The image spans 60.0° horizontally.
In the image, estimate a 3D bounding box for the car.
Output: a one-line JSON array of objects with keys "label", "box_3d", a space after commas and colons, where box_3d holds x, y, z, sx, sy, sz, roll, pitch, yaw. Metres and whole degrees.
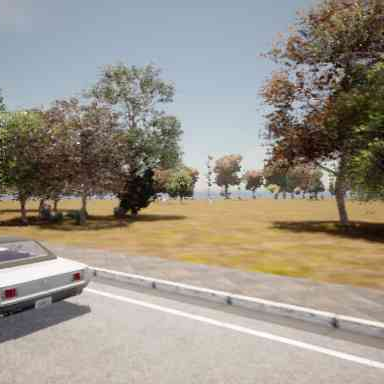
[{"label": "car", "box_3d": [-4.364, 1.597, 6.923, 4.718, 1.301, 1.895, 0, 0, 34]}]
